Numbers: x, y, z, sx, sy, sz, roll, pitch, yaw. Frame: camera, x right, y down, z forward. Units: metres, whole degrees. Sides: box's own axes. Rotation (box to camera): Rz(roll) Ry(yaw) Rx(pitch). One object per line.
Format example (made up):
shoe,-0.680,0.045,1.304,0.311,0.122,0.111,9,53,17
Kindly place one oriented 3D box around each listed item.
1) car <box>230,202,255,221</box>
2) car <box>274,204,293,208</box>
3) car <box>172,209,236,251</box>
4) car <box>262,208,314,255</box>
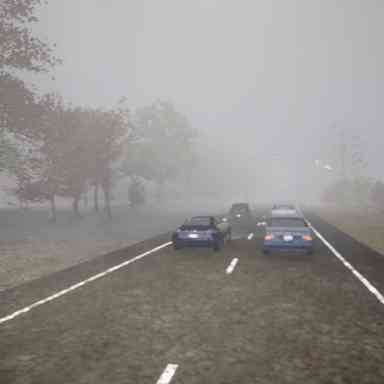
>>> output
car,4.418,1.670,29.340,1.837,1.490,4.892,-1,0,16
car,7.740,1.711,28.233,1.895,1.301,4.718,-1,0,15
car,0.557,1.669,14.808,1.994,1.385,4.181,-1,0,15
car,3.867,1.600,13.650,2.033,1.411,5.357,-1,0,14
